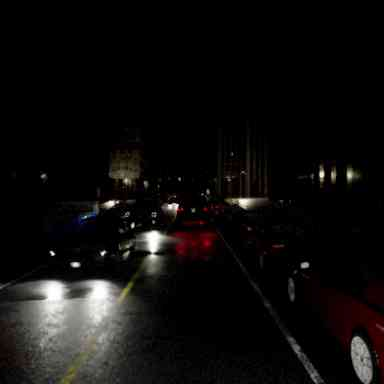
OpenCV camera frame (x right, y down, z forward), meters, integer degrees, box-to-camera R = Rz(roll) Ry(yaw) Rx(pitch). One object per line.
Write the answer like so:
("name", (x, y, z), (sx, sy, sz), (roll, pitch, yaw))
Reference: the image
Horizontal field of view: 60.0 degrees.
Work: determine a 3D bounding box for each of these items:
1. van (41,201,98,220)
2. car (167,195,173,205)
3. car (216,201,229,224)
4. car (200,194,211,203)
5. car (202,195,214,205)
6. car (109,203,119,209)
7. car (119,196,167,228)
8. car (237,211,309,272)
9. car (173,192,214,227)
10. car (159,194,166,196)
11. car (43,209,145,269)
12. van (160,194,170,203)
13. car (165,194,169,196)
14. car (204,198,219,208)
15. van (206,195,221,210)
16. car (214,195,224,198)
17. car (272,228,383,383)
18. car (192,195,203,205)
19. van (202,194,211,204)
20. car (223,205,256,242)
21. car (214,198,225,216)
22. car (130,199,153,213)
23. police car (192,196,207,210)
("van", (-5.769, 1.337, 16.183), (1.690, 1.788, 3.998), (0, 0, 0))
("car", (-3.012, 1.591, 58.313), (1.895, 1.301, 4.718), (0, 0, 1))
("car", (2.784, 1.520, 21.856), (1.752, 1.417, 4.829), (0, 0, 0))
("car", (2.798, 1.304, 71.415), (2.192, 1.841, 5.009), (0, 0, 0))
("car", (2.795, 1.430, 60.365), (1.967, 1.590, 4.097), (0, 0, 0))
("car", (-5.761, 1.577, 27.233), (1.802, 1.307, 4.206), (0, 0, 0))
("car", (-3.047, 1.347, 21.763), (2.097, 1.767, 4.553), (0, 0, 0))
("car", (2.781, 1.541, 10.636), (1.887, 1.381, 4.507), (0, 0, 0))
("car", (0.108, 1.215, 22.731), (2.150, 2.045, 5.566), (0, 0, 1))
("car", (-5.742, 1.517, 54.688), (1.752, 1.417, 4.829), (0, 0, 0))
("car", (-3.093, 1.544, 11.464), (2.033, 1.411, 5.357), (0, 0, 0))
("van", (-5.731, 1.331, 71.432), (1.690, 1.788, 3.998), (0, 0, 0))
("car", (-5.735, 1.305, 65.907), (2.192, 1.841, 5.009), (0, 0, 0))
("car", (2.793, 1.542, 49.314), (2.008, 1.369, 4.403), (0, 0, 0))
("van", (2.790, 1.333, 43.788), (1.690, 1.788, 3.998), (0, 0, 0))
("car", (2.788, 1.307, 38.263), (2.192, 1.841, 5.009), (0, 0, 0))
("car", (2.779, 1.543, 5.111), (1.887, 1.381, 4.507), (0, 0, 0))
("car", (0.931, 1.445, 59.920), (1.801, 1.575, 5.366), (0, 0, 0))
("van", (2.797, 1.330, 65.890), (1.690, 1.788, 3.998), (0, 0, 0))
("car", (2.782, 1.540, 16.161), (1.887, 1.381, 4.507), (0, 0, 0))
("car", (2.788, 1.538, 32.738), (1.887, 1.381, 4.507), (0, 0, 0))
("car", (-5.753, 1.544, 38.283), (2.008, 1.369, 4.403), (0, 0, 0))
("police car", (0.923, 1.417, 43.840), (1.930, 1.638, 5.238), (0, 0, 0))
